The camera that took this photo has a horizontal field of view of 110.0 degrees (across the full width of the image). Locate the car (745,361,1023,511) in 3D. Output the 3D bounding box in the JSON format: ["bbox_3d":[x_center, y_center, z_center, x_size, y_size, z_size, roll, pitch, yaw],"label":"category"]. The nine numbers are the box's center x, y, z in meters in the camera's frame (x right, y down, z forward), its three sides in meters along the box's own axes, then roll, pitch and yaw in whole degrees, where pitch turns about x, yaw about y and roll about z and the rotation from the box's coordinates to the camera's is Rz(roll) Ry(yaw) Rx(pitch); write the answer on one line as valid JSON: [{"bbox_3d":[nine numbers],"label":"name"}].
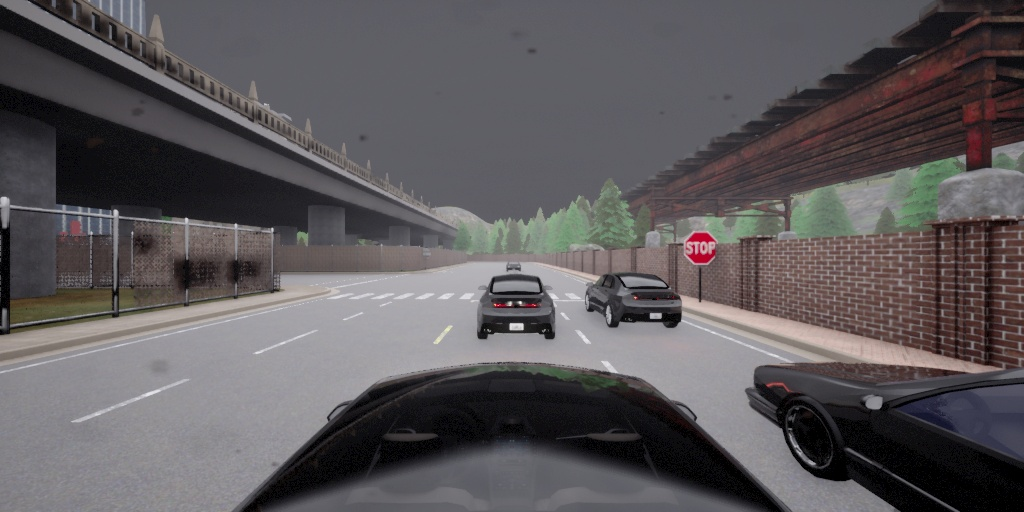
[{"bbox_3d":[3.600,1.297,1.640,2.033,1.411,5.357,0,0,0],"label":"car"}]

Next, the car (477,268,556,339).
[{"bbox_3d":[0.101,1.255,10.028,1.837,1.490,4.892,0,0,0],"label":"car"}]

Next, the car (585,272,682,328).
[{"bbox_3d":[3.603,1.255,11.386,1.837,1.490,4.892,0,0,0],"label":"car"}]

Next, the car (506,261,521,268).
[{"bbox_3d":[0.196,1.350,46.310,1.895,1.301,4.718,0,0,-1],"label":"car"}]
